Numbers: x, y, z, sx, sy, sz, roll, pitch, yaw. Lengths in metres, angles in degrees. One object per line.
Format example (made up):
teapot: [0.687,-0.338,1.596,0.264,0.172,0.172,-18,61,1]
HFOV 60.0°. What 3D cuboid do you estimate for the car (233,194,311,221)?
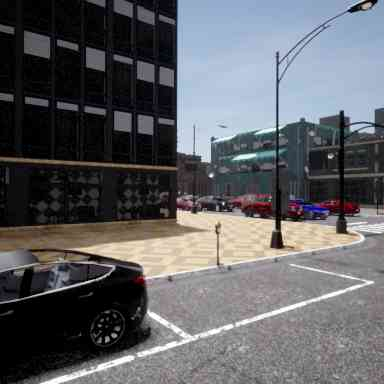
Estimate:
car: [5.845,1.101,24.789,2.192,1.841,5.009,1,0,-36]

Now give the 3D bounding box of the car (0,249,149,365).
car: [-2.688,1.566,4.636,4.313,1.339,1.947,0,0,-35]

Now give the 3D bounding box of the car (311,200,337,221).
car: [8.308,1.332,25.740,1.812,1.442,4.674,0,0,-36]

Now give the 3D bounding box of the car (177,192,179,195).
car: [-0.530,1.101,47.632,2.008,1.369,4.403,1,0,-36]

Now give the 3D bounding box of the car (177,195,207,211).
car: [-0.724,1.231,33.732,1.802,1.307,4.206,1,0,-36]

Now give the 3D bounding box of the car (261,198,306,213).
car: [9.314,1.340,34.218,1.802,1.307,4.206,1,0,-36]

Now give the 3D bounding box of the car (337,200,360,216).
car: [12.595,1.371,29.747,1.887,1.381,4.507,1,0,-36]

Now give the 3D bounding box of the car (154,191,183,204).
car: [-3.806,0.794,52.103,2.192,1.841,5.009,1,0,-36]

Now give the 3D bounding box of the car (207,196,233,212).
car: [2.310,1.186,33.962,1.837,1.490,4.892,0,1,-36]

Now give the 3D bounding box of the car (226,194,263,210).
car: [6.034,1.130,38.690,1.967,1.590,4.097,1,0,-36]
